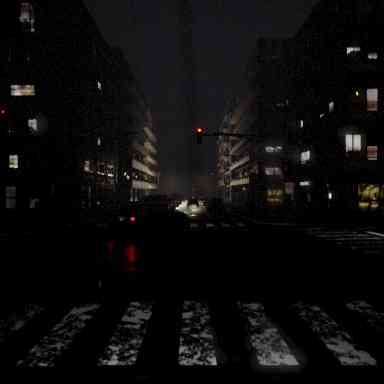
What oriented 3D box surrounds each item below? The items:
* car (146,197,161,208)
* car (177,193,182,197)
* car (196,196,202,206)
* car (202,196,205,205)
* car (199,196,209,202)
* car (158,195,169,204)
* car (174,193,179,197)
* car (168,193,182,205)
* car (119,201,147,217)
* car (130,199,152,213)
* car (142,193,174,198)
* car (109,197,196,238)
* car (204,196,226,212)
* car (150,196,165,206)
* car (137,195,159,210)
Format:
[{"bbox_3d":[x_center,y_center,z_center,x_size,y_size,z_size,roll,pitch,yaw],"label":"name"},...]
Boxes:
[{"bbox_3d":[-5.643,1.539,49.068,1.752,1.417,4.829,0,0,0],"label":"car"},{"bbox_3d":[-3.040,1.366,49.974,2.097,1.767,4.553,0,0,0],"label":"car"},{"bbox_3d":[0.155,1.563,53.485,2.033,1.411,5.357,0,0,0],"label":"car"},{"bbox_3d":[2.732,1.451,43.549,1.967,1.590,4.097,0,0,0],"label":"car"},{"bbox_3d":[2.765,1.584,77.644,2.008,1.369,4.403,0,0,0],"label":"car"},{"bbox_3d":[-5.626,1.464,66.286,1.967,1.590,4.097,0,0,0],"label":"car"},{"bbox_3d":[-3.057,1.361,40.075,2.097,1.767,4.553,0,0,0],"label":"car"},{"bbox_3d":[-2.983,1.242,60.533,2.150,2.045,5.566,0,0,1],"label":"car"},{"bbox_3d":[-5.659,1.572,32.190,1.947,1.339,4.313,0,0,0],"label":"car"},{"bbox_3d":[-5.654,1.533,37.703,1.752,1.417,4.829,0,0,0],"label":"car"},{"bbox_3d":[-3.089,1.227,30.163,2.150,2.045,5.566,0,0,1],"label":"car"},{"bbox_3d":[-2.161,1.361,18.094,2.097,1.767,4.553,-2,0,39],"label":"car"},{"bbox_3d":[2.727,1.448,37.867,1.967,1.590,4.097,0,0,0],"label":"car"},{"bbox_3d":[-5.637,1.457,54.921,1.967,1.590,4.097,0,0,0],"label":"car"},{"bbox_3d":[-5.648,1.326,43.556,2.192,1.841,5.009,0,0,0],"label":"car"}]
